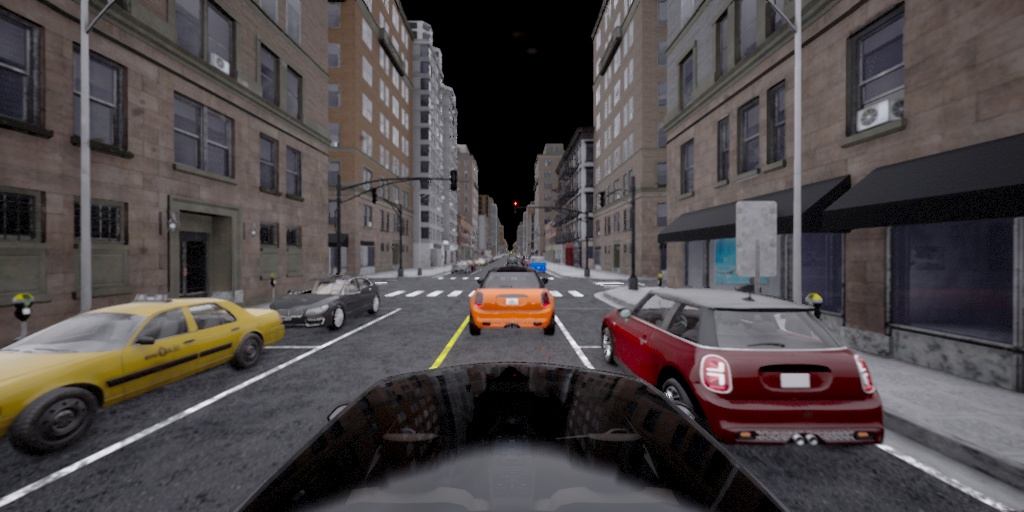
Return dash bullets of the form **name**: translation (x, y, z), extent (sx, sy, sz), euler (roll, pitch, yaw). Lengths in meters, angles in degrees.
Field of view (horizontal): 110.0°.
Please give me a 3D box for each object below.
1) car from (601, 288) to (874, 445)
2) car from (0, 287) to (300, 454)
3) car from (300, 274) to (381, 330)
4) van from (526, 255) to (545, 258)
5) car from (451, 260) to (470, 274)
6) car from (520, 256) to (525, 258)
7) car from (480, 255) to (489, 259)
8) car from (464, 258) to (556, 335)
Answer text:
- **car**: translation (2.641, 1.174, 5.284), extent (1.967, 1.591, 4.097), euler (0, 0, 0)
- **car**: translation (-5.384, 1.259, 5.113), extent (1.751, 1.417, 4.829), euler (0, 0, 0)
- **car**: translation (-5.379, 1.260, 10.802), extent (2.007, 1.370, 4.403), euler (0, 0, 0)
- **van**: translation (2.671, 0.929, 37.884), extent (1.690, 1.789, 3.998), euler (0, 0, 0)
- **car**: translation (-5.354, 1.138, 37.883), extent (2.007, 1.370, 4.403), euler (0, 0, 0)
- **car**: translation (2.691, 1.065, 60.610), extent (1.802, 1.307, 4.207), euler (0, 0, 0)
- **car**: translation (-5.334, 1.008, 60.441), extent (1.751, 1.417, 4.829), euler (0, 0, 0)
- **car**: translation (0.019, 1.063, 10.499), extent (2.097, 1.767, 4.553), euler (0, 0, 0)
